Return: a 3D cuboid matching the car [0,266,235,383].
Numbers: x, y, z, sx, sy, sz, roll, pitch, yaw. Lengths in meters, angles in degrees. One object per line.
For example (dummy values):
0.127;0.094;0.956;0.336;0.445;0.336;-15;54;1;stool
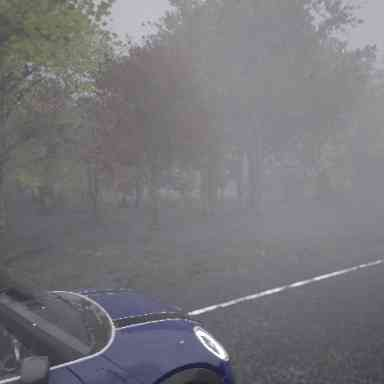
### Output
-1.820;1.354;2.449;4.553;1.767;2.097;-1;1;-36;car
